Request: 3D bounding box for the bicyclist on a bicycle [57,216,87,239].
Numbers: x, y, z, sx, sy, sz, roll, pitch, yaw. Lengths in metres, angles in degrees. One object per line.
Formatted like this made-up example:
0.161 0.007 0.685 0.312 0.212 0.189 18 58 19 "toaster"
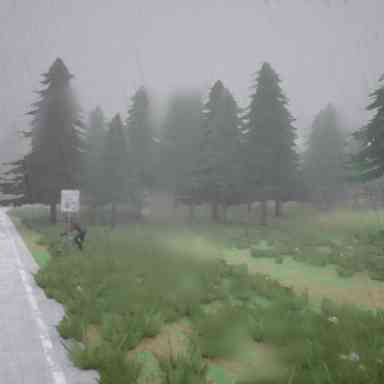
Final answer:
-4.454 1.719 12.413 1.656 1.620 0.582 2 -2 -30 "bicyclist on a bicycle"
